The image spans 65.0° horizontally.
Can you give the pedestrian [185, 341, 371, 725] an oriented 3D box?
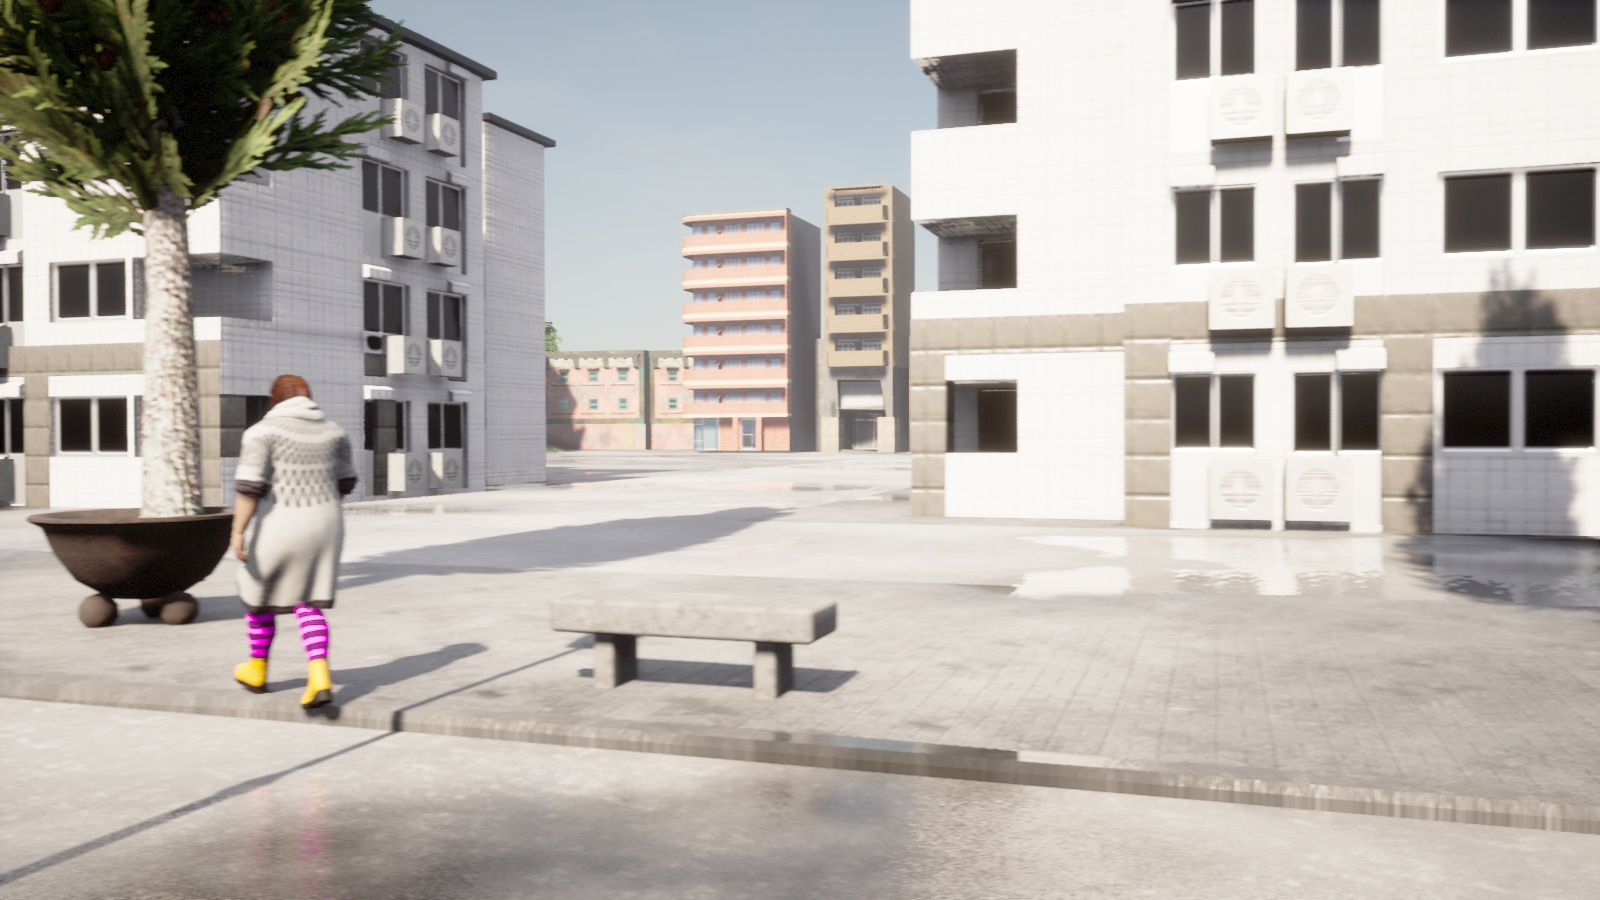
[{"bbox_3d":[-2.881,0.414,6.922,0.659,1.952,0.873,-1,1,-45],"label":"pedestrian"}]
